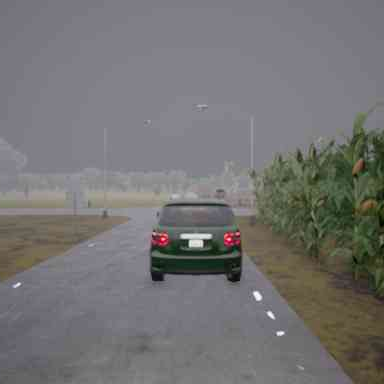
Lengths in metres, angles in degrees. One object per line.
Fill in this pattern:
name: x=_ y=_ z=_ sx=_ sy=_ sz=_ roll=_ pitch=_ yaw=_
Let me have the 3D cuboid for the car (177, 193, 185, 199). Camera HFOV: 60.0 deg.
car: x=-2.629 y=0.952 z=82.784 sx=1.882 sy=1.535 sz=5.008 roll=0 pitch=0 yaw=0

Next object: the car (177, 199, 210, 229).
car: x=0.117 y=1.330 z=21.491 sx=1.882 sy=1.535 sz=5.008 roll=0 pitch=1 yaw=0

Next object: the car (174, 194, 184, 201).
car: x=-2.649 y=1.120 z=69.209 sx=1.994 sy=1.385 sz=4.181 roll=0 pitch=0 yaw=0

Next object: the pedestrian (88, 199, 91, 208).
pedestrian: x=-12.124 y=1.362 z=39.358 sx=0.500 sy=1.100 sz=0.500 roll=0 pitch=2 yaw=0

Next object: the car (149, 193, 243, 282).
car: x=0.103 y=1.153 z=9.644 sx=2.150 sy=2.045 sz=5.566 roll=0 pitch=0 yaw=0

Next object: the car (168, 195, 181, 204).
car: x=-2.756 y=1.177 z=53.459 sx=1.812 sy=1.442 sz=4.674 roll=0 pitch=0 yaw=0
